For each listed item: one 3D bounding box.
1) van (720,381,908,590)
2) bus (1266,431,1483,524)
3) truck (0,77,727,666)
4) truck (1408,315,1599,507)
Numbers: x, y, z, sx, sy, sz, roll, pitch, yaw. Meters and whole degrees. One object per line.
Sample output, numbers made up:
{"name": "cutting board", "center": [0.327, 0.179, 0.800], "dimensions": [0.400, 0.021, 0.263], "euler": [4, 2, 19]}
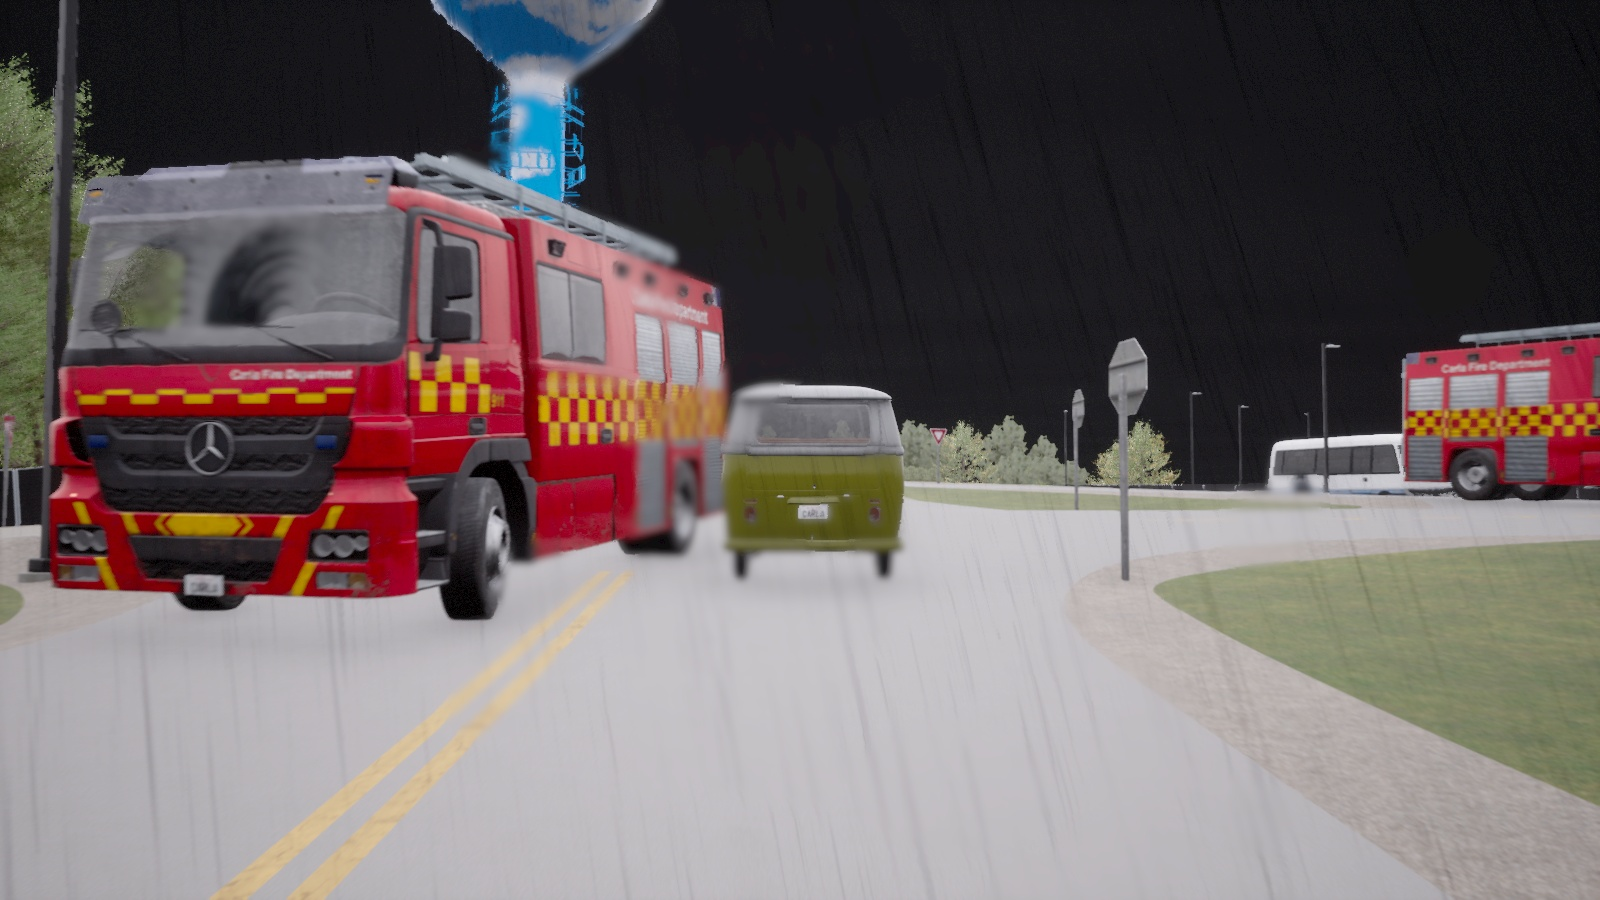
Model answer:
{"name": "van", "center": [0.114, 0.299, 14.141], "dimensions": [1.775, 1.987, 4.442], "euler": [0, 1, 0]}
{"name": "bus", "center": [28.575, 1.447, 63.280], "dimensions": [3.944, 4.253, 10.273], "euler": [-1, -2, -17]}
{"name": "truck", "center": [-3.281, -0.593, 12.612], "dimensions": [2.891, 3.827, 8.468], "euler": [0, 1, 12]}
{"name": "truck", "center": [17.152, -0.751, 25.622], "dimensions": [2.891, 3.827, 8.468], "euler": [1, -1, -27]}
